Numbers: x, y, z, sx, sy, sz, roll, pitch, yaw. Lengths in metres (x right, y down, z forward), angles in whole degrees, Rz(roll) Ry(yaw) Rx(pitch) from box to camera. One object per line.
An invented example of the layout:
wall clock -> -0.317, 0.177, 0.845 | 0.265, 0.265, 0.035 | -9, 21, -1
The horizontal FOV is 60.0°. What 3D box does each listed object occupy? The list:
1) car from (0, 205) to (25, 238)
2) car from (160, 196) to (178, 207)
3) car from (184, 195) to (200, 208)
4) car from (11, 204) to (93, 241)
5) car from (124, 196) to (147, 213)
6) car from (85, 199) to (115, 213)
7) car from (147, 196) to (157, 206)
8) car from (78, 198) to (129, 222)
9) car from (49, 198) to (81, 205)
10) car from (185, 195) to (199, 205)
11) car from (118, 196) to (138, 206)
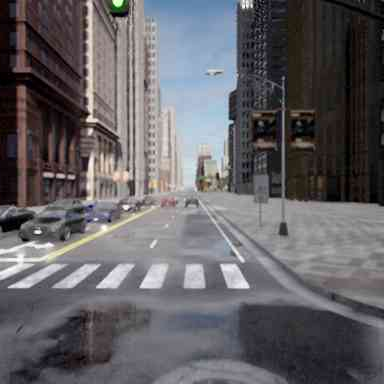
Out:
car -> -9.793, 1.453, 16.980 | 2.128, 1.511, 4.902 | 0, 0, 3
car -> -3.252, 1.359, 46.144 | 1.812, 1.442, 4.674 | 0, 0, 0
car -> -0.002, 1.333, 45.762 | 1.837, 1.490, 4.892 | 0, 0, 0
car -> -6.587, 1.522, 16.218 | 1.994, 1.385, 4.181 | 0, 0, 1
car -> -6.590, 1.374, 35.851 | 2.128, 1.511, 4.902 | 0, 0, 0
car -> -9.848, 1.490, 35.881 | 1.895, 1.301, 4.718 | 0, 0, 1
car -> -6.504, 1.337, 50.926 | 1.837, 1.490, 4.892 | 0, 0, 0
car -> -6.593, 1.471, 25.459 | 2.033, 1.411, 5.357 | 0, 0, 0
car -> -9.846, 1.281, 25.855 | 2.097, 1.767, 4.553 | 0, 0, 0
car -> -0.001, 1.274, 56.180 | 2.128, 1.511, 4.902 | 0, 0, 0
car -> -9.751, 1.373, 51.153 | 2.033, 1.411, 5.357 | 0, 0, 0
